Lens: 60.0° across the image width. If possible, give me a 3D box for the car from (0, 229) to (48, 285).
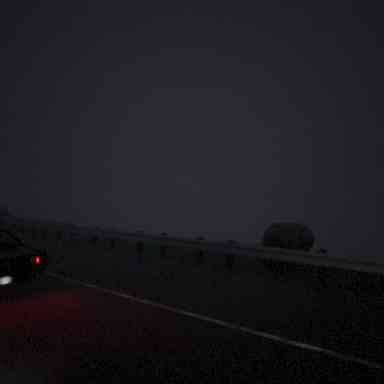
[{"bbox_3d":[-5.667,1.550,8.320,4.718,1.301,1.895,0,0,38],"label":"car"}]
